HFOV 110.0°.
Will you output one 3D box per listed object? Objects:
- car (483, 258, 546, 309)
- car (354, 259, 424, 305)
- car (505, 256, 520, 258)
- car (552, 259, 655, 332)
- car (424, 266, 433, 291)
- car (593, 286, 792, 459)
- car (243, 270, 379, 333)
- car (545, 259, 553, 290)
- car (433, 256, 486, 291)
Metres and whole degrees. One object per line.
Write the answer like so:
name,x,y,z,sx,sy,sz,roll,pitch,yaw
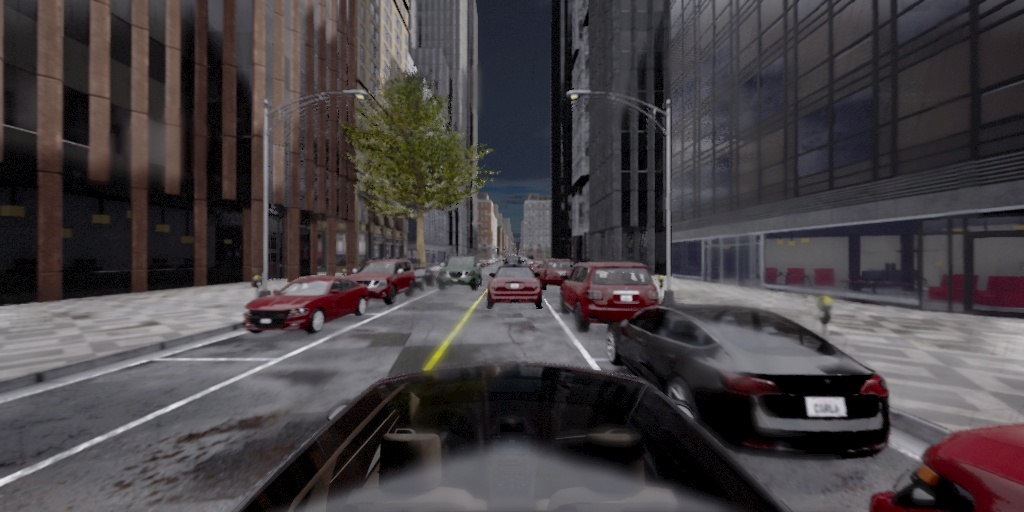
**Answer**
car,0.102,1.120,15.290,2.097,1.767,4.553,0,0,0
car,-5.855,1.085,16.415,2.192,1.841,5.009,0,0,0
car,0.107,1.052,41.575,2.150,2.045,5.566,0,0,0
car,2.670,1.077,10.765,2.192,1.841,5.009,0,0,0
car,-5.853,1.344,22.055,1.948,1.339,4.313,0,0,0
car,2.669,1.320,5.126,1.948,1.339,4.313,0,0,0
car,-5.856,1.307,10.775,1.888,1.381,4.507,0,0,0
car,2.672,1.093,22.044,2.192,1.841,5.009,0,0,0
car,-3.095,1.002,22.458,2.150,2.045,5.566,0,0,0
